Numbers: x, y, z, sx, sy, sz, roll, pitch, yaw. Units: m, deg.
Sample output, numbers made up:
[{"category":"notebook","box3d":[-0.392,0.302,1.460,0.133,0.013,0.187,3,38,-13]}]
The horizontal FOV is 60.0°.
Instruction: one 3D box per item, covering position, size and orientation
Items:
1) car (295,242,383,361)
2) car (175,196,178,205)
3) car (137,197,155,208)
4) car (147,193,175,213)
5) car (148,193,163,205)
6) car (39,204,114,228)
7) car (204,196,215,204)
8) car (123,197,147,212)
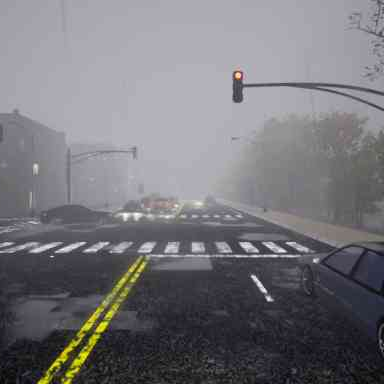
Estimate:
[{"category":"car","box3d":[3.353,1.546,5.448,2.033,1.411,5.357,0,0,0]},{"category":"car","box3d":[-3.373,1.499,47.337,1.837,1.490,4.892,0,0,0]},{"category":"car","box3d":[-6.623,1.498,48.422,1.837,1.490,4.892,0,0,0]},{"category":"car","box3d":[-3.350,1.347,36.509,2.097,1.767,4.553,0,0,0]},{"category":"car","box3d":[-6.628,1.212,60.987,2.150,2.045,5.566,0,0,0]},{"category":"car","box3d":[-7.561,1.523,22.090,4.674,1.442,1.812,0,0,-19]},{"category":"car","box3d":[3.288,1.470,62.808,1.882,1.535,5.008,0,0,0]},{"category":"car","box3d":[-6.603,1.558,38.027,1.994,1.385,4.181,0,0,0]}]
